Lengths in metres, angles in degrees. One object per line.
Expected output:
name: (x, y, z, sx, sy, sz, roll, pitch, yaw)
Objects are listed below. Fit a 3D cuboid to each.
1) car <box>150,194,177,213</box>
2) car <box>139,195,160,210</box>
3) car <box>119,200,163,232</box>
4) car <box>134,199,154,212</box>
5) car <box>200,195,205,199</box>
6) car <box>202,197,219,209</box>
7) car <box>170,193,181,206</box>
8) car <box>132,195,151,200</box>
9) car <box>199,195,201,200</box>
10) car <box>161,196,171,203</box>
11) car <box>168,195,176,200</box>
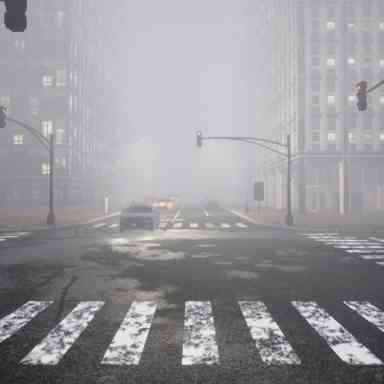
car: (-3.068, 1.365, 36.244, 2.097, 1.767, 4.553, 0, 0, 0)
car: (-5.632, 1.332, 44.976, 2.192, 1.841, 5.009, 1, 0, 0)
car: (-3.081, 1.485, 20.210, 1.882, 1.535, 5.008, 0, 0, 0)
car: (-5.643, 1.597, 39.400, 1.802, 1.307, 4.206, 1, 0, 0)
car: (2.754, 1.547, 56.356, 1.752, 1.417, 4.829, 1, 0, 0)
car: (2.742, 1.599, 45.030, 1.802, 1.307, 4.206, 1, 0, 0)
car: (-3.035, 1.237, 54.109, 2.150, 2.045, 5.566, 0, 1, 0)
car: (-5.644, 1.453, 33.825, 1.967, 1.590, 4.097, 1, 0, 0)
car: (2.758, 1.590, 61.763, 1.947, 1.339, 4.313, 1, 0, 0)
car: (-5.612, 1.573, 72.851, 1.887, 1.381, 4.507, 1, 0, 0)
car: (-5.593, 1.605, 95.152, 1.947, 1.339, 4.313, 1, 0, 0)
